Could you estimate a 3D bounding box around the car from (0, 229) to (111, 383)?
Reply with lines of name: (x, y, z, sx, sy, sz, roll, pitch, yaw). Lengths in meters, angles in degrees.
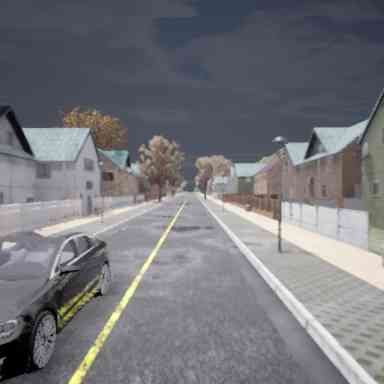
car: (-2.746, 1.467, 5.669, 2.128, 1.511, 4.902, 0, 0, 0)
